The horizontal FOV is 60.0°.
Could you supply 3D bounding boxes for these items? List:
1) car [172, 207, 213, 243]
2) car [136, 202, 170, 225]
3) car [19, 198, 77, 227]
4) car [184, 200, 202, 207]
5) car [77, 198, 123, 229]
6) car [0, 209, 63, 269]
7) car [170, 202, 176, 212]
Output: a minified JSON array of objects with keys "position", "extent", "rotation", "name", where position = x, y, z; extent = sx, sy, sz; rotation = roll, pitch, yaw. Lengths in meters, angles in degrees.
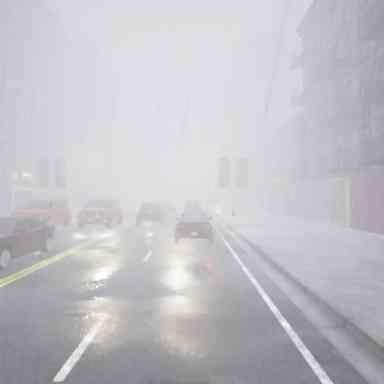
[{"position":[0.094,1.701,17.045],"extent":[1.812,1.442,4.674],"rotation":[0,0,0],"name":"car"},{"position":[-3.158,1.625,26.874],"extent":[2.097,1.767,4.553],"rotation":[0,-1,0],"name":"car"},{"position":[-9.810,1.443,21.990],"extent":[2.150,2.045,5.566],"rotation":[0,0,0],"name":"car"},{"position":[0.085,1.752,39.549],"extent":[2.097,1.767,4.553],"rotation":[0,-1,0],"name":"car"},{"position":[-6.537,1.467,24.245],"extent":[2.150,2.045,5.566],"rotation":[0,0,1],"name":"car"},{"position":[-6.593,1.600,11.781],"extent":[1.882,1.535,5.008],"rotation":[0,-1,0],"name":"car"},{"position":[-3.171,2.001,43.055],"extent":[1.994,1.385,4.181],"rotation":[0,0,0],"name":"car"}]
